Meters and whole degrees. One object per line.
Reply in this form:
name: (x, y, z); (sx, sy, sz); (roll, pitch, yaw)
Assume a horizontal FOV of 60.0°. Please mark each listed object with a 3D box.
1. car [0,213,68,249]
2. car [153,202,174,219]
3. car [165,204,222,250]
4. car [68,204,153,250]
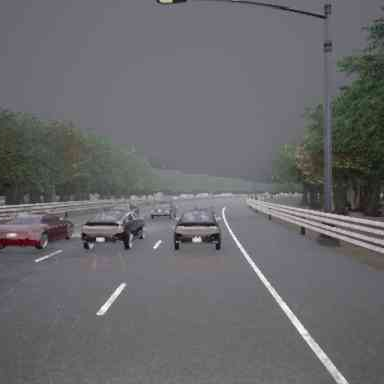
car: (-6.730, 1.590, 14.584); (1.994, 1.385, 4.181); (0, 0, 2)
car: (-2.429, 1.602, 29.245); (2.033, 1.411, 5.357); (0, 0, 4)
car: (0.266, 1.510, 14.331); (2.128, 1.511, 4.902); (0, 0, 2)
car: (-3.232, 1.512, 14.457); (2.128, 1.511, 4.902); (0, 0, 2)
